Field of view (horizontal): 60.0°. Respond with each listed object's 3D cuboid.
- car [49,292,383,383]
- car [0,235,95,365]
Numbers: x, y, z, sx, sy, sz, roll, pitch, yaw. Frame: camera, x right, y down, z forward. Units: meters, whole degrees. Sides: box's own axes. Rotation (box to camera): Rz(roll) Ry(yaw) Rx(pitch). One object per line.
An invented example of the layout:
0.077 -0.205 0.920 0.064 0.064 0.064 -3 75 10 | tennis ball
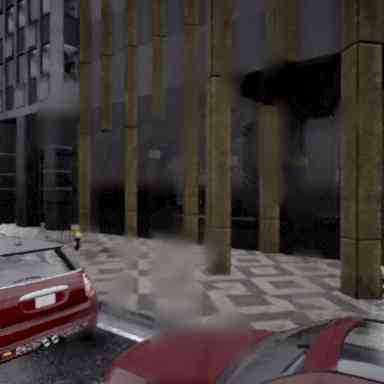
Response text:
1.108 1.582 2.168 4.206 1.307 1.802 0 0 36 | car
-3.477 1.436 5.453 4.097 1.590 1.967 0 0 36 | car
